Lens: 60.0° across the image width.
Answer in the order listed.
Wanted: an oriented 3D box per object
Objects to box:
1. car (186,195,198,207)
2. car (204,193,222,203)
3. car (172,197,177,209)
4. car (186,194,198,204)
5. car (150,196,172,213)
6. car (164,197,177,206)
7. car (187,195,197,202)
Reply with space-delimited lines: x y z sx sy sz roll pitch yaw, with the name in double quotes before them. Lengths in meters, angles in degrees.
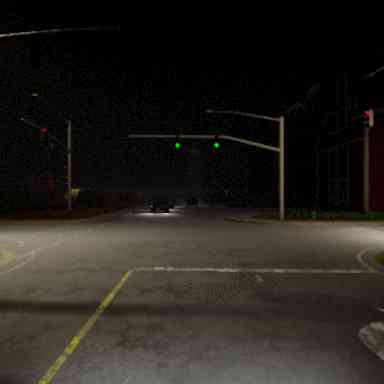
"car" -0.009 1.540 50.469 1.837 1.490 4.892 0 0 0
"car" 4.150 1.191 66.239 1.905 1.878 3.866 -8 3 -42
"car" -3.597 1.385 46.779 2.097 1.767 4.553 0 0 0
"car" -0.019 1.348 64.472 2.097 1.767 4.553 0 -1 0
"car" -3.603 1.549 37.876 1.812 1.442 4.674 0 0 0
"car" -3.576 1.543 55.923 1.837 1.490 4.892 0 0 0
"car" -0.014 1.492 73.695 2.033 1.411 5.357 0 0 0
